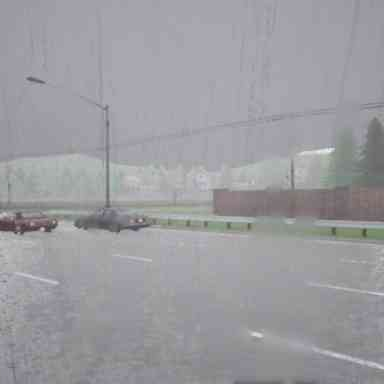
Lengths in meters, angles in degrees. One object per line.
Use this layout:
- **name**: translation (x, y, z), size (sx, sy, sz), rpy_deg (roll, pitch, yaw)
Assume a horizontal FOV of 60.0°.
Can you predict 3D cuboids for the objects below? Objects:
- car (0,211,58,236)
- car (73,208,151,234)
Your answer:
- **car**: translation (-10.143, 1.804, 19.826), size (4.718, 1.301, 1.895), rpy_deg (-1, 0, 35)
- **car**: translation (-4.984, 1.710, 20.446), size (5.357, 1.411, 2.033), rpy_deg (-1, 0, 36)
